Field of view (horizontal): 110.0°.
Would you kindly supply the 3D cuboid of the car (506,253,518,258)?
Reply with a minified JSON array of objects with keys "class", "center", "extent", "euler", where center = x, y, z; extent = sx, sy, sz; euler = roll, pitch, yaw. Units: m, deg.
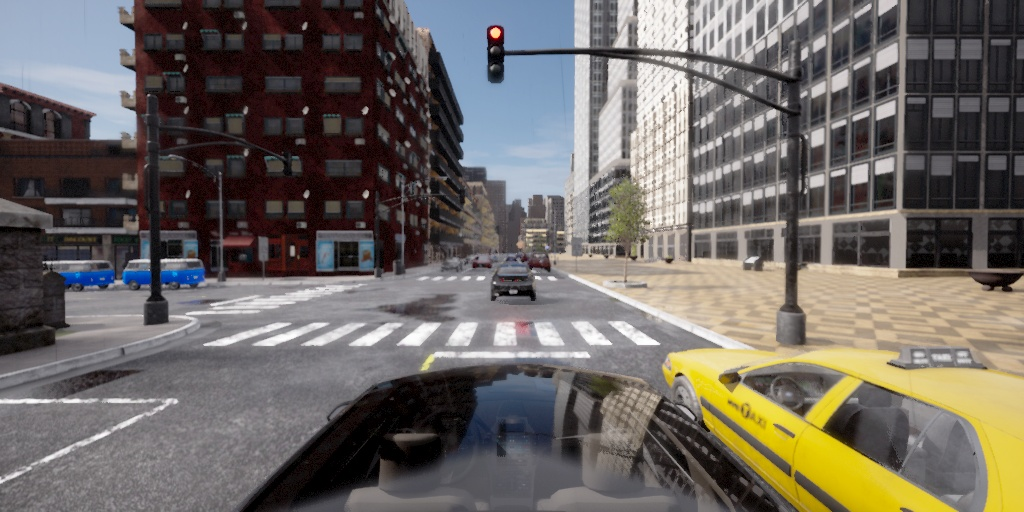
[{"class":"car","center":[-0.141,0.360,63.971],"extent":[1.812,1.442,4.674],"euler":[0,1,0]}]

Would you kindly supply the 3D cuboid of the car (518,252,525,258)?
[{"class":"car","center":[2.565,0.248,56.900],"extent":[2.192,1.841,5.009],"euler":[0,0,0]}]

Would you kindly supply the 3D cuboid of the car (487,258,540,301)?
[{"class":"car","center":[0.053,1.059,16.095],"extent":[1.837,1.490,4.892],"euler":[0,1,0]}]

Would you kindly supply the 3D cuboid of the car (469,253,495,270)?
[{"class":"car","center":[-3.178,0.669,38.655],"extent":[1.882,1.535,5.008],"euler":[0,1,0]}]

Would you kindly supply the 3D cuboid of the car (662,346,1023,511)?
[{"class":"car","center":[2.689,1.265,2.559],"extent":[1.751,1.417,4.829],"euler":[0,0,0]}]

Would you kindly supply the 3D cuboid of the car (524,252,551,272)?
[{"class":"car","center":[2.616,0.564,34.798],"extent":[2.192,1.841,5.009],"euler":[0,0,0]}]

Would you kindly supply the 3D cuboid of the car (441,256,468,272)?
[{"class":"car","center":[-5.764,0.799,34.778],"extent":[2.007,1.370,4.403],"euler":[0,0,0]}]

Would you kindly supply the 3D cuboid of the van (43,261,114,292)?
[{"class":"van","center":[-26.348,1.173,21.448],"extent":[3.998,1.789,1.690],"euler":[0,0,-1]}]

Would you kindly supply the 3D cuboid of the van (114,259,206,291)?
[{"class":"van","center":[-20.810,1.082,21.510],"extent":[3.998,1.789,1.690],"euler":[0,0,-1]}]

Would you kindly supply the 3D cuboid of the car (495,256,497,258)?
[{"class":"car","center":[-3.191,0.508,56.120],"extent":[1.994,1.385,4.181],"euler":[0,1,0]}]
